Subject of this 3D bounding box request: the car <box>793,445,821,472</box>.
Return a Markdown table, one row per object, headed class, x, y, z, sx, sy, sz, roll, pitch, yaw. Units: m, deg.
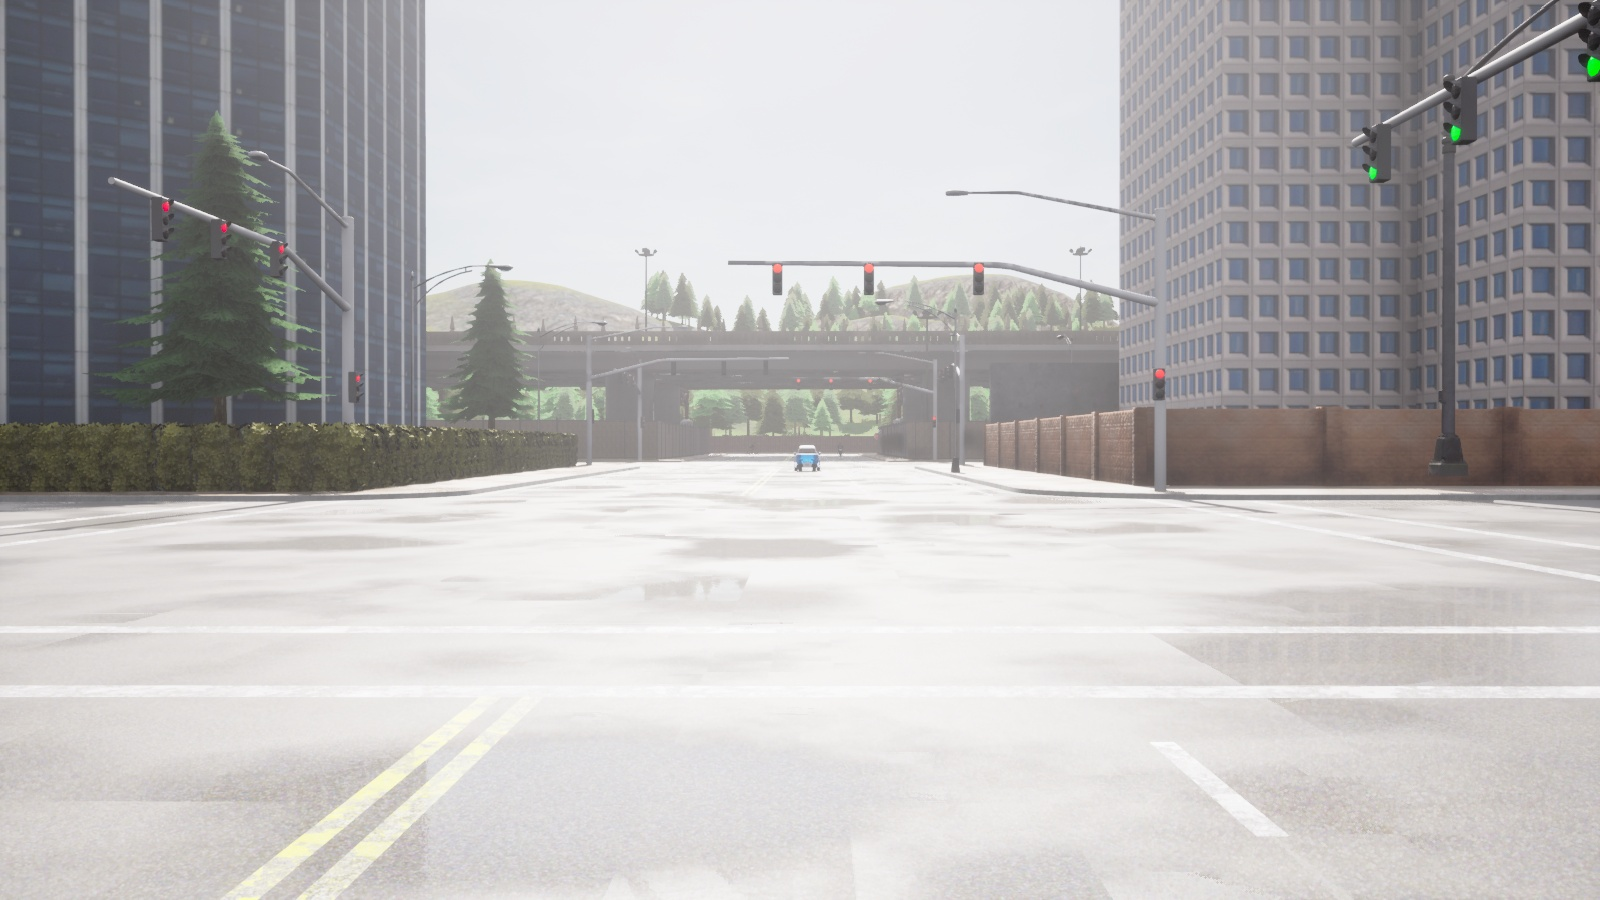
| class | x | y | z | sx | sy | sz | roll | pitch | yaw |
| --- | --- | --- | --- | --- | --- | --- | --- | --- | --- |
| car | 0.383 | 0.426 | 66.471 | 1.481 | 1.376 | 2.207 | 0 | 1 | 0 |
